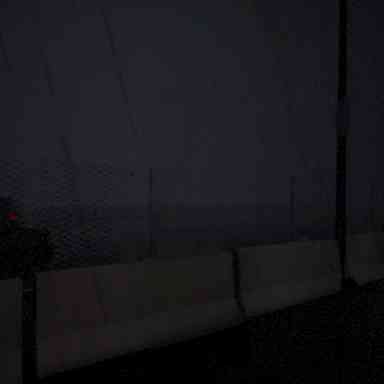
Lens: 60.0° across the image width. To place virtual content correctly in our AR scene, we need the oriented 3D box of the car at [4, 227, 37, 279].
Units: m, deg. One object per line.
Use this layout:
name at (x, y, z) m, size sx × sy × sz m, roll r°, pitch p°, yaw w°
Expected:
car at (-6.074, 1.489, 8.259) m, size 4.902 × 1.511 × 2.128 m, roll 0°, pitch 0°, yaw -35°
